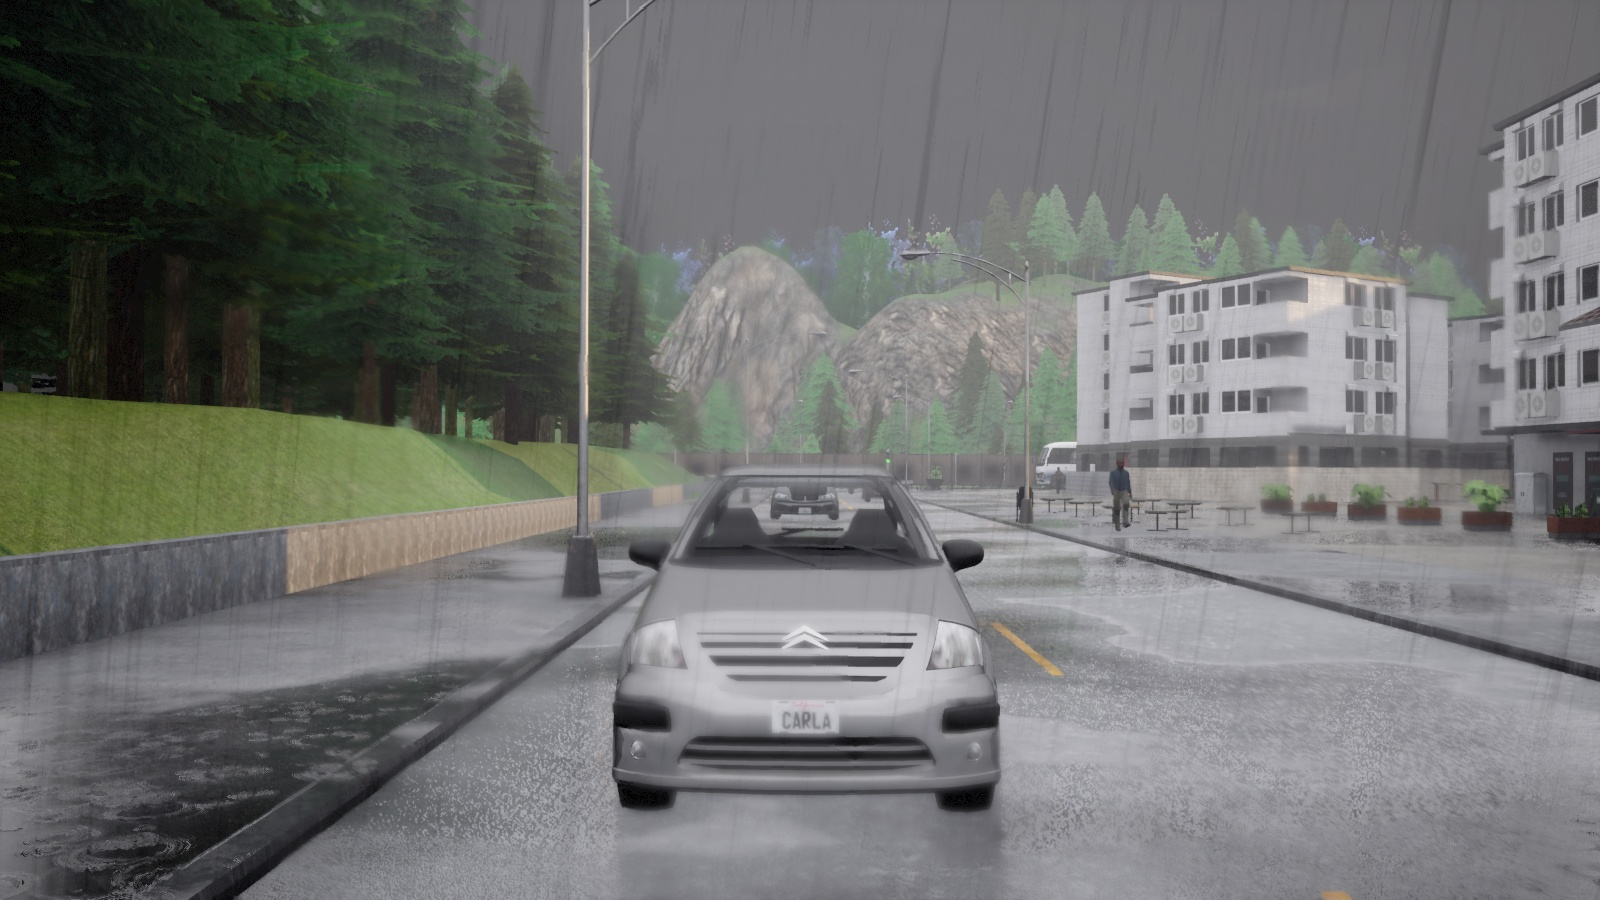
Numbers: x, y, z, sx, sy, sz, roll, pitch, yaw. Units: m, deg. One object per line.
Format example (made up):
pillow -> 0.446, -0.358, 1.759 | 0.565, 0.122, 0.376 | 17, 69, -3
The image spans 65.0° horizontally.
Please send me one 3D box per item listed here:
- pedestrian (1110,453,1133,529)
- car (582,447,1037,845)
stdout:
pedestrian -> 7.876, 1.008, 30.736 | 0.370, 1.835, 0.726 | 0, -1, 1
car -> 0.044, 0.832, 7.120 | 1.851, 1.617, 3.988 | 0, -1, 0
